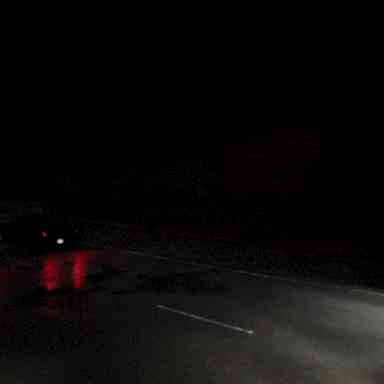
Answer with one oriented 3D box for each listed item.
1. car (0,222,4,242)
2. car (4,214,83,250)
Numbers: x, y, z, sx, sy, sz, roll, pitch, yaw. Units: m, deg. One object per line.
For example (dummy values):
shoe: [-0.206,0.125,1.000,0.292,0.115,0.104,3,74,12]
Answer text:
car: [-8.411,1.362,11.316,4.553,1.767,2.097,0,0,43]
car: [-6.704,1.617,14.455,4.718,1.301,1.895,0,0,44]
